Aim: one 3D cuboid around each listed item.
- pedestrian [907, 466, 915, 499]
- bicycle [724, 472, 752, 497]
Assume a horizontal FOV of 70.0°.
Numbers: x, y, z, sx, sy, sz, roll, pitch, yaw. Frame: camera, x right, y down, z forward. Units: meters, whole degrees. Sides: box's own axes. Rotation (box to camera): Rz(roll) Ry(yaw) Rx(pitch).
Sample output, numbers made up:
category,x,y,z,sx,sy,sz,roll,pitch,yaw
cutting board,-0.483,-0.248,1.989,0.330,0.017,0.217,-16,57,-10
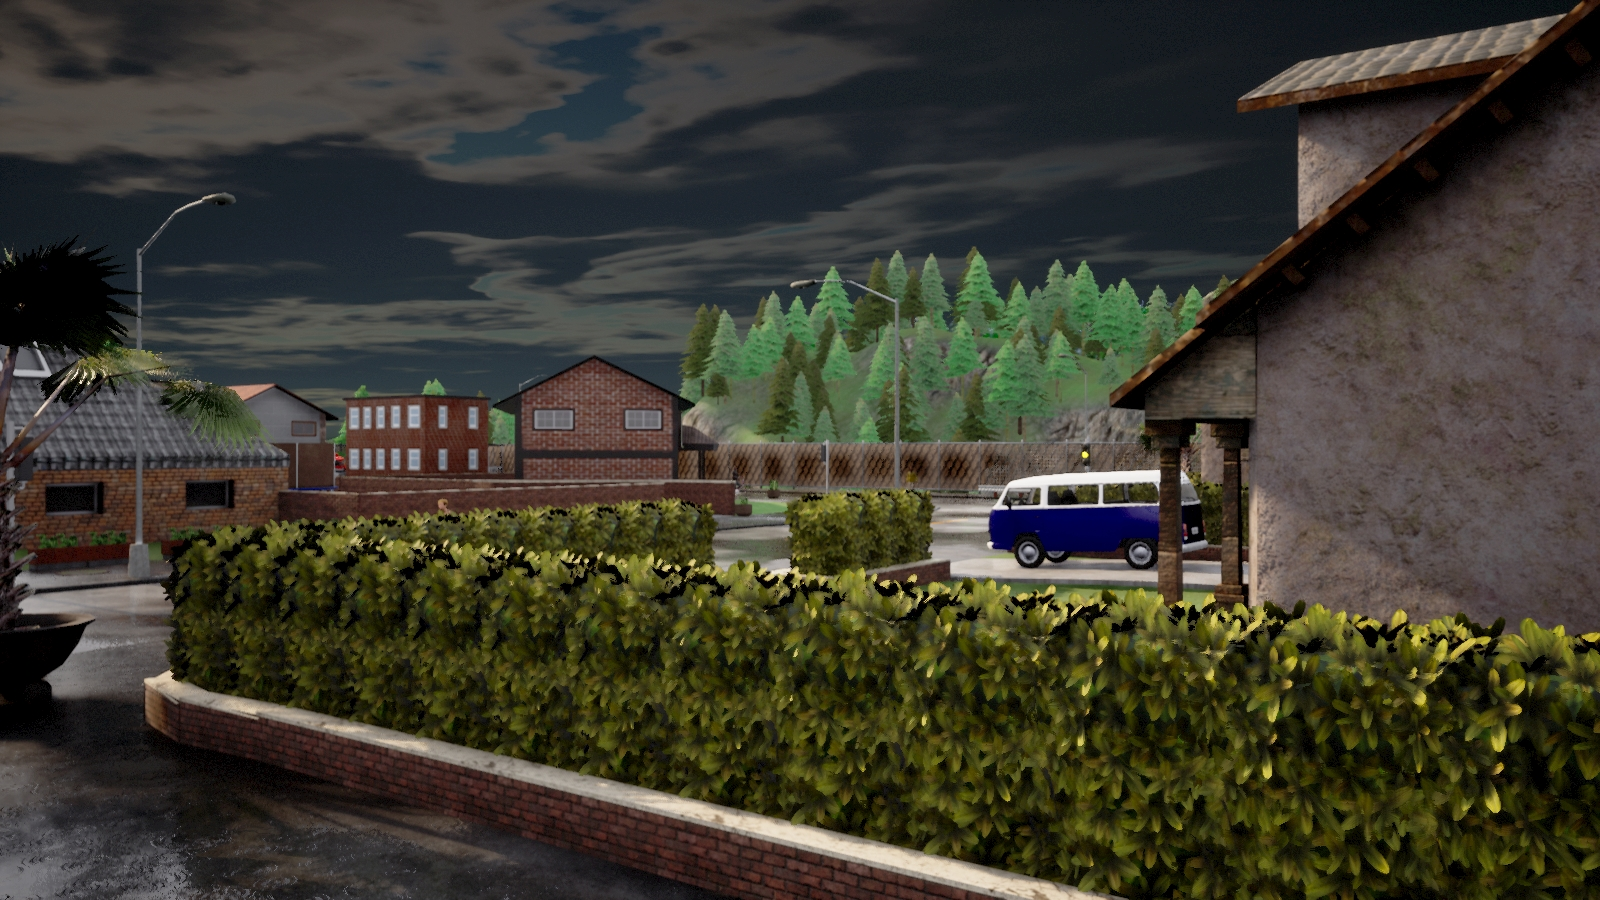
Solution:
category,x,y,z,sx,sy,sz,roll,pitch,yaw
pedestrian,6.195,1.818,63.739,0.375,1.860,0.375,0,0,15
bicycle,-3.643,2.020,67.431,1.835,1.471,0.329,0,0,35
